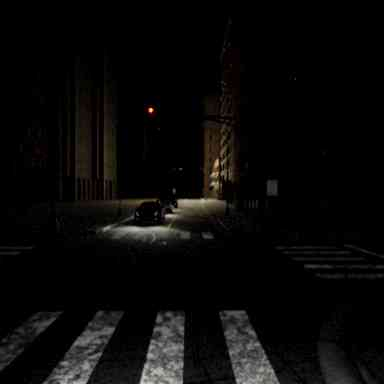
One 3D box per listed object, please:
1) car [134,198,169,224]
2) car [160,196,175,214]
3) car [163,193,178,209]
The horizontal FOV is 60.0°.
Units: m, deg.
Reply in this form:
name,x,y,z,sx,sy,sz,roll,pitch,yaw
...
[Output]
name,x,y,z,sx,sy,sz,roll,pitch,yaw
car,-3.066,1.435,24.796,1.882,1.535,5.008,0,0,0
car,-3.054,1.466,34.760,1.812,1.442,4.674,0,0,0
car,-3.025,1.142,45.470,2.150,2.045,5.566,0,0,1
